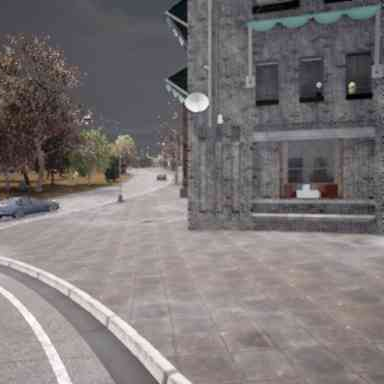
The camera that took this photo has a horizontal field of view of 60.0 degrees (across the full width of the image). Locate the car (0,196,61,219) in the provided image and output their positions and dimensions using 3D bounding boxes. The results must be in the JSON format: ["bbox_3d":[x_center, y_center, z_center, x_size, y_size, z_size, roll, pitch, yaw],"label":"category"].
[{"bbox_3d":[-11.945,1.025,23.735,2.033,1.411,5.357,0,4,20],"label":"car"}]

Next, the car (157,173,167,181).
[{"bbox_3d":[-6.064,-3.135,66.867,2.128,1.511,4.902,0,5,-3],"label":"car"}]
